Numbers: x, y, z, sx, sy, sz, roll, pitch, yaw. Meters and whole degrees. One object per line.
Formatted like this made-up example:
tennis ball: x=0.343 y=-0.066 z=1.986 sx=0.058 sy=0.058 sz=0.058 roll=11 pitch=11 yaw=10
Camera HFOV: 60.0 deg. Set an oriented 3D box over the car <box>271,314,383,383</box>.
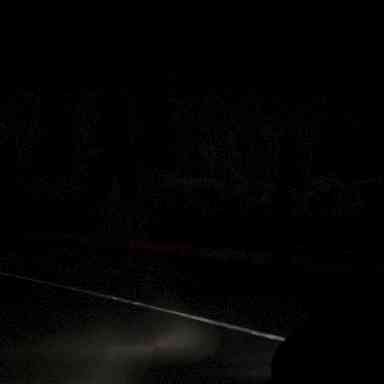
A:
car: x=2.883 y=1.468 z=1.748 sx=5.008 sy=1.535 sz=1.882 roll=0 pitch=0 yaw=36
